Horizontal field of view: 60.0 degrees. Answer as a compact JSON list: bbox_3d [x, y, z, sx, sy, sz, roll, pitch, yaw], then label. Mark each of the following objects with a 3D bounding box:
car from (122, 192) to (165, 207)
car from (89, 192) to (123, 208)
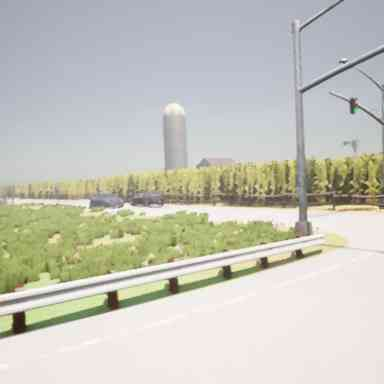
[{"bbox_3d":[-4.778,0.776,34.700,2.128,1.511,4.902,-4,3,-41],"label":"car"},{"bbox_3d":[-8.905,0.838,34.611,2.097,1.767,4.553,-4,3,-41],"label":"car"}]
